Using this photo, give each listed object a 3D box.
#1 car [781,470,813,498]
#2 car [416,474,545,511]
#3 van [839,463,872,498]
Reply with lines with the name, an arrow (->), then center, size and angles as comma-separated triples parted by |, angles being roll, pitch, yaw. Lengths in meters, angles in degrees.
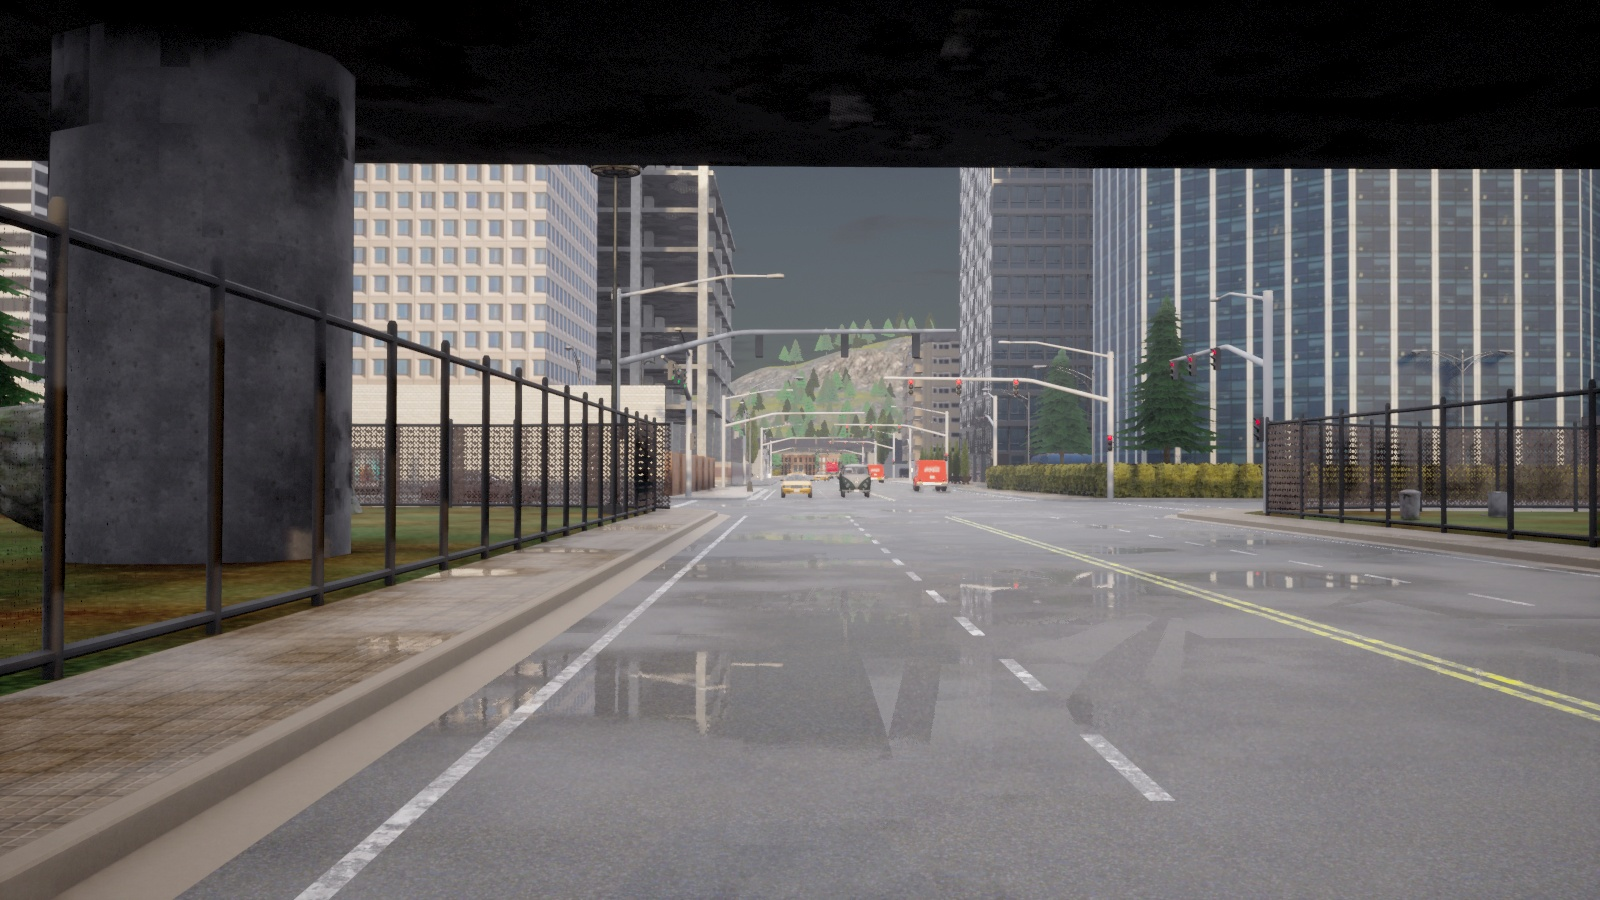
car -> -0.175, 1.995, 74.092 | 1.801, 1.575, 5.366 | 0, -1, 0
car -> -12.717, 1.676, 50.171 | 4.674, 1.442, 1.812 | 0, -1, 0
van -> 3.321, 1.820, 75.588 | 1.775, 1.987, 4.442 | 0, -1, 0
